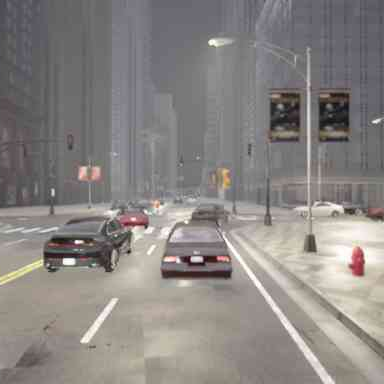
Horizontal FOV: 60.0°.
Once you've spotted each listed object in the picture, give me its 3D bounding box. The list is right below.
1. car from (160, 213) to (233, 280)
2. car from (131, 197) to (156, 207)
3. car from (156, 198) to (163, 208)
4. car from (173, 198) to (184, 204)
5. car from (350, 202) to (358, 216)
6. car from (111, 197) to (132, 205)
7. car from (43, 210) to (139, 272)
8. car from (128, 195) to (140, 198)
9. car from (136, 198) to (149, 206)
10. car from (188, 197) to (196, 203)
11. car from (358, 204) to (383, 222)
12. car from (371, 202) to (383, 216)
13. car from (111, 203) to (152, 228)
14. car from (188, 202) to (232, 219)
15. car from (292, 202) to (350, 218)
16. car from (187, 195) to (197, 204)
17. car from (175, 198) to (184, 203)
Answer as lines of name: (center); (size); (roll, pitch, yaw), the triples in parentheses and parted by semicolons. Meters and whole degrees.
car: (0.106, 1.582, 10.040); (2.033, 1.411, 5.357); (0, 0, 0)
car: (-6.578, 1.826, 45.748); (2.033, 1.411, 5.357); (0, 0, 0)
car: (-6.550, 1.707, 55.030); (2.097, 1.767, 4.553); (0, 0, 0)
car: (-3.222, 2.022, 75.759); (1.882, 1.535, 5.008); (0, -1, 0)
car: (15.198, 1.697, 33.658); (4.313, 1.339, 1.947); (0, -1, -1)
car: (-9.858, 1.783, 45.635); (1.837, 1.490, 4.892); (0, 0, -2)
car: (-3.145, 1.543, 10.934); (1.837, 1.490, 4.892); (0, 0, 0)
car: (-9.797, 1.581, 55.655); (2.150, 2.045, 5.566); (0, 0, 0)
car: (-9.726, 1.978, 66.001); (1.812, 1.442, 4.674); (0, -1, 0)
car: (0.032, 2.120, 86.122); (1.882, 1.535, 5.008); (0, -1, 0)
car: (15.325, 1.602, 25.135); (4.206, 1.307, 1.802); (0, -1, -1)
car: (20.838, 1.678, 33.744); (4.313, 1.339, 1.947); (0, -1, -1)
car: (-4.158, 1.660, 22.467); (1.994, 1.385, 4.181); (0, 0, -16)
car: (1.451, 1.582, 23.360); (1.837, 1.490, 4.892); (-2, 0, 20)
car: (11.647, 1.633, 30.846); (4.674, 1.442, 1.812); (0, -1, -1)
car: (0.028, 1.767, 75.546); (2.150, 2.045, 5.566); (0, -1, 0)
car: (-3.219, 2.196, 86.241); (1.994, 1.385, 4.181); (0, -1, 0)
